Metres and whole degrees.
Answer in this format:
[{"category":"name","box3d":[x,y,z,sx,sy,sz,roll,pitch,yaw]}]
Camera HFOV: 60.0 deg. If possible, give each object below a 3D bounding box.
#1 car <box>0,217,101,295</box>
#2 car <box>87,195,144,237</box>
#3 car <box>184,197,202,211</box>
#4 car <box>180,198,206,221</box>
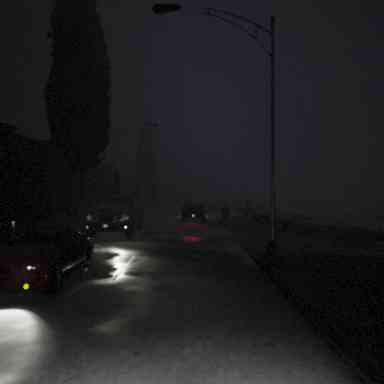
[{"category":"car","box3d":[-4.005,1.566,8.594,1.994,1.385,4.181,0,0,0]},{"category":"car","box3d":[-4.021,1.225,18.261,2.150,2.045,5.566,0,0,0]},{"category":"car","box3d":[0.095,1.498,42.793,2.128,1.511,4.902,0,0,0]},{"category":"car","box3d":[0.093,1.507,26.782,1.837,1.490,4.892,0,-1,0]}]
